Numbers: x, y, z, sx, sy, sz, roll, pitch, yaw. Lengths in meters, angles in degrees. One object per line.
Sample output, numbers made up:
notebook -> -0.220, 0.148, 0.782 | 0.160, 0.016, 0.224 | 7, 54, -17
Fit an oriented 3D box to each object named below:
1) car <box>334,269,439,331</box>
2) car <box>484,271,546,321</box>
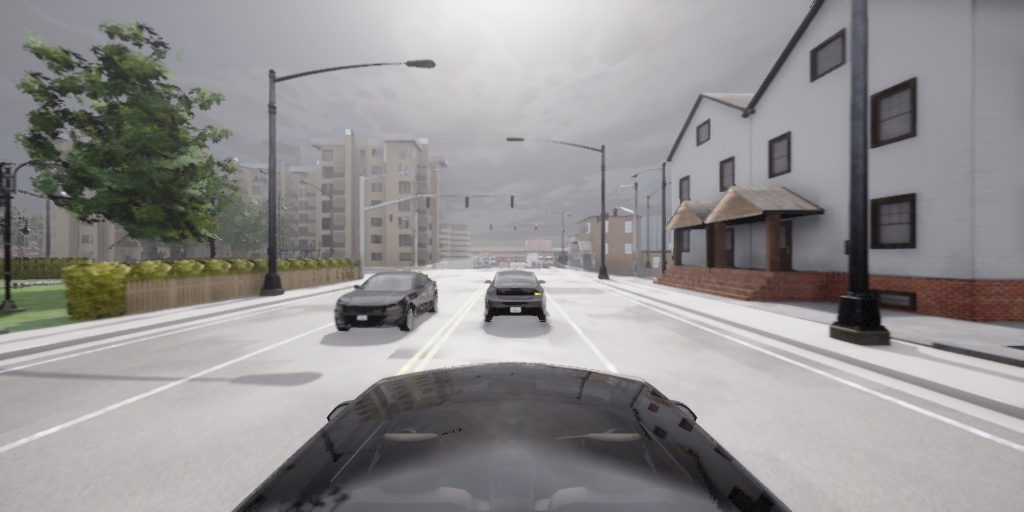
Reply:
car -> -3.581, 1.210, 11.089 | 1.882, 1.535, 5.008 | 0, 0, 0
car -> 0.104, 1.234, 12.264 | 1.837, 1.490, 4.892 | 0, 0, 0
